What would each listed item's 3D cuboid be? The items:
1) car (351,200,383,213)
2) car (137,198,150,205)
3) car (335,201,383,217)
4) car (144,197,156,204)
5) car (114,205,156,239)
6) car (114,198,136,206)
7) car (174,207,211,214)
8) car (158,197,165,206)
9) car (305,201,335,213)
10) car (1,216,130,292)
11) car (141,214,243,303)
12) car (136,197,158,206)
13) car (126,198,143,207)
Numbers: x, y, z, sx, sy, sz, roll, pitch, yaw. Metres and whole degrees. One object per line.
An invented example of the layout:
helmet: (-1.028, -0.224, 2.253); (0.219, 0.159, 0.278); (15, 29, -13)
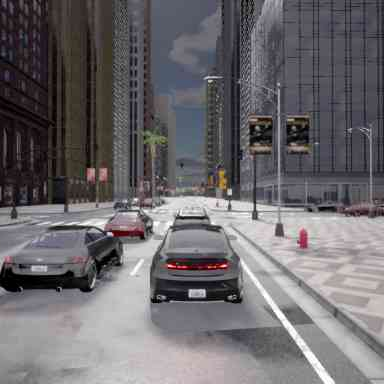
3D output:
car: (20.762, 1.643, 37.856); (4.313, 1.339, 1.947); (0, 0, -1)
car: (-9.867, 1.926, 67.730); (1.994, 1.385, 4.181); (0, 0, 1)
car: (15.267, 1.577, 29.235); (4.206, 1.307, 1.802); (0, 0, -1)
car: (-9.881, 1.990, 78.324); (2.033, 1.411, 5.357); (0, 0, 0)
car: (-3.178, 1.602, 17.362); (1.994, 1.385, 4.181); (0, 0, 0)
car: (-9.930, 1.767, 48.290); (2.033, 1.411, 5.357); (0, 0, 0)
car: (0.021, 1.530, 17.510); (2.128, 1.511, 4.902); (0, 0, 0)
car: (-6.670, 1.655, 60.057); (2.097, 1.767, 4.553); (0, 0, 0)
car: (15.123, 1.662, 37.759); (4.313, 1.339, 1.947); (0, 0, -1)
car: (-3.170, 1.576, 8.963); (1.994, 1.385, 4.181); (0, 0, 1)
car: (0.087, 1.515, 8.189); (1.837, 1.490, 4.892); (0, 0, 0)
car: (-6.679, 1.709, 50.020); (1.882, 1.535, 5.008); (0, 0, 0)
car: (-9.928, 1.778, 57.844); (2.128, 1.511, 4.902); (0, 0, 0)
